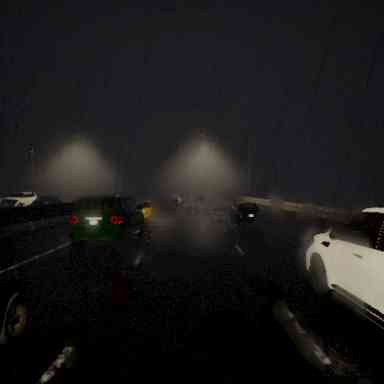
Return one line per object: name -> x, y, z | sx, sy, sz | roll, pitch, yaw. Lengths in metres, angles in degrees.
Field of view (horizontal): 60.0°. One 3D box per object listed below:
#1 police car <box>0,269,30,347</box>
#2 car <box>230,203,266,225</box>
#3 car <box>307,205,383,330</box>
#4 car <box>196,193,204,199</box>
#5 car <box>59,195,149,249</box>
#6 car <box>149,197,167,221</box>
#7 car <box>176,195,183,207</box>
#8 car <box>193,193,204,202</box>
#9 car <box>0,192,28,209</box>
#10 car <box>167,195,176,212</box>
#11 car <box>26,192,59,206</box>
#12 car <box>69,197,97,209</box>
police car -> -3.497, 1.486, 3.371 | 2.038, 1.542, 4.974 | 0, 0, 0
car -> 3.764, 1.449, 22.994 | 1.994, 1.385, 4.181 | 0, 0, 1
car -> 3.614, 1.195, 5.046 | 2.150, 2.045, 5.566 | 0, 0, 0
car -> 2.295, 1.040, 89.827 | 2.033, 1.411, 5.357 | 0, 0, 3
car -> -3.440, 1.145, 14.367 | 2.150, 2.045, 5.566 | 0, 0, 0
car -> -3.310, 1.328, 25.495 | 1.801, 1.575, 5.366 | 0, 0, 1
car -> -2.850, 1.275, 47.236 | 2.128, 1.511, 4.902 | 0, 0, 2
car -> 1.294, 1.199, 67.259 | 2.128, 1.511, 4.902 | 0, 0, 2
car -> -20.623, 1.023, 39.938 | 2.150, 2.045, 5.566 | 0, 0, 2
car -> -3.117, 1.351, 36.272 | 1.812, 1.442, 4.674 | 0, 0, 1
car -> -17.134, 1.157, 39.281 | 2.097, 1.767, 4.553 | 0, 0, 1
car -> -13.578, 1.362, 41.568 | 1.994, 1.385, 4.181 | 0, 0, 2
